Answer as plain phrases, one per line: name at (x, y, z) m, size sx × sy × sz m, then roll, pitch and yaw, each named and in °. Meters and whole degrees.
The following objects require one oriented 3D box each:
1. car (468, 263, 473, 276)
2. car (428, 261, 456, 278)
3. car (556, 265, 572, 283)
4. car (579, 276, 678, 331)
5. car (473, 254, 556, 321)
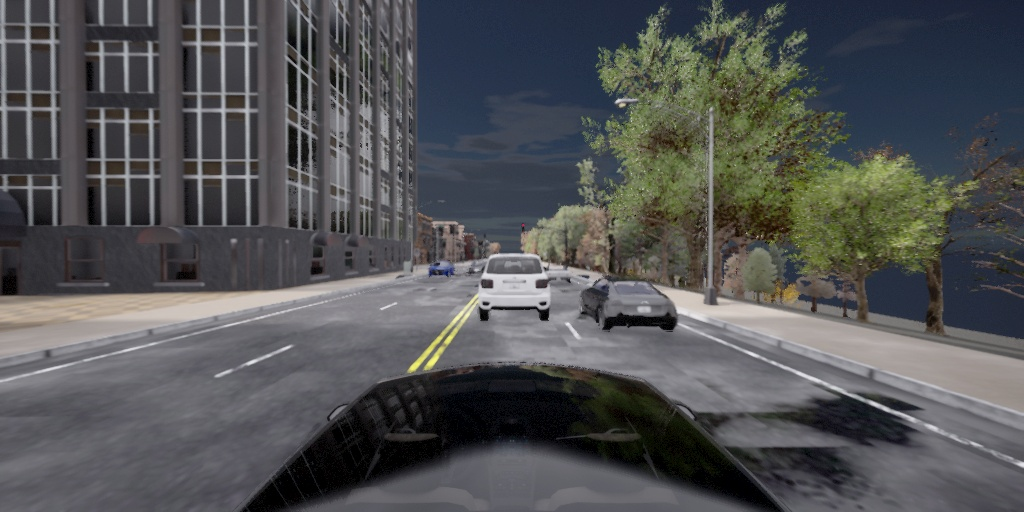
car at (-3.341, 1.214, 36.495) m, size 2.128 × 1.511 × 4.902 m, roll 0°, pitch 0°, yaw 0°
car at (-6.595, 1.200, 34.091) m, size 1.882 × 1.535 × 5.008 m, roll 0°, pitch 0°, yaw 0°
car at (3.330, 1.329, 27.699) m, size 1.895 × 1.301 × 4.718 m, roll 0°, pitch 0°, yaw 0°
car at (3.323, 1.306, 10.983) m, size 1.994 × 1.385 × 4.181 m, roll 0°, pitch 0°, yaw 0°
car at (0.080, 0.959, 12.636) m, size 2.150 × 2.045 × 5.566 m, roll 0°, pitch 0°, yaw 0°
